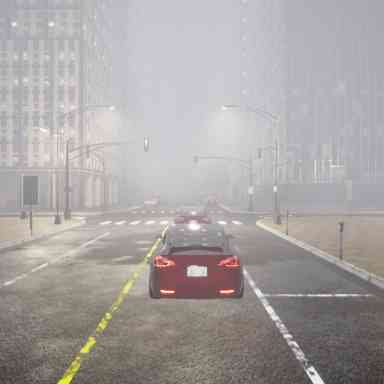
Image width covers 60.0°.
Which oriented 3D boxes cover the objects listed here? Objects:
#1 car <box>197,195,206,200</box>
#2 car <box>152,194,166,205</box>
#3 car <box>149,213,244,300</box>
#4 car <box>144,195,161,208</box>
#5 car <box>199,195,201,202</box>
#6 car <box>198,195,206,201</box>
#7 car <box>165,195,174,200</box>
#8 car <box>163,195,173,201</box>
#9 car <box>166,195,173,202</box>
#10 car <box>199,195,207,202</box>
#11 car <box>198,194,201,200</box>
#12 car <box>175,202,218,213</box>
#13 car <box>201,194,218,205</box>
[{"bbox_3d":[2.493,1.437,87.936,2.008,1.369,4.403,0,0,0],"label":"car"},{"bbox_3d":[-5.909,1.280,53.871,2.192,1.841,5.009,0,0,0],"label":"car"},{"bbox_3d":[0.079,1.505,8.452,2.163,1.488,4.792,0,0,0],"label":"car"},{"bbox_3d":[-5.927,1.500,48.023,1.752,1.417,4.829,0,0,0],"label":"car"},{"bbox_3d":[2.669,1.516,53.890,2.008,1.369,4.403,0,0,0],"label":"car"},{"bbox_3d":[2.506,1.447,82.261,1.887,1.381,4.507,0,0,0],"label":"car"},{"bbox_3d":[-5.887,1.437,87.924,2.008,1.369,4.403,0,0,0],"label":"car"},{"bbox_3d":[-5.875,1.453,82.248,2.008,1.369,4.403,0,0,0],"label":"car"},{"bbox_3d":[-5.862,1.461,76.573,1.887,1.381,4.507,0,0,0],"label":"car"},{"bbox_3d":[2.518,1.442,76.757,1.752,1.417,4.829,0,0,0],"label":"car"},{"bbox_3d":[2.533,1.245,70.912,2.192,1.841,5.009,0,0,0],"label":"car"},{"bbox_3d":[0.049,1.503,18.447,2.163,1.488,4.792,0,0,0],"label":"car"},{"bbox_3d":[2.713,1.414,48.212,1.967,1.590,4.097,0,0,0],"label":"car"}]
